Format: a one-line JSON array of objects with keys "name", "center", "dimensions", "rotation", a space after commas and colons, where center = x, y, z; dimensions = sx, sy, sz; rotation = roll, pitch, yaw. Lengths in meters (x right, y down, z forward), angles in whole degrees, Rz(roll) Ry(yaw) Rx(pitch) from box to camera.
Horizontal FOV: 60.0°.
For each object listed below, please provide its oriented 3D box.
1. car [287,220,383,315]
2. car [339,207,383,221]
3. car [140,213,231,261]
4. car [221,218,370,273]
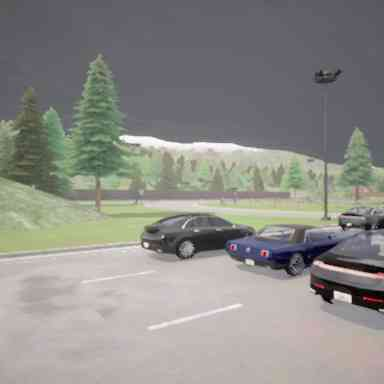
[{"name": "car", "center": [4.479, 1.544, 6.938], "dimensions": [4.902, 1.511, 2.128], "rotation": [0, 0, -35]}, {"name": "car", "center": [10.780, 1.632, 20.022], "dimensions": [4.902, 1.511, 2.128], "rotation": [0, 0, -35]}, {"name": "car", "center": [0.430, 1.557, 12.648], "dimensions": [4.892, 1.490, 1.837], "rotation": [0, 0, -35]}, {"name": "car", "center": [3.413, 1.661, 10.474], "dimensions": [4.718, 1.301, 1.895], "rotation": [0, 0, -35]}]
